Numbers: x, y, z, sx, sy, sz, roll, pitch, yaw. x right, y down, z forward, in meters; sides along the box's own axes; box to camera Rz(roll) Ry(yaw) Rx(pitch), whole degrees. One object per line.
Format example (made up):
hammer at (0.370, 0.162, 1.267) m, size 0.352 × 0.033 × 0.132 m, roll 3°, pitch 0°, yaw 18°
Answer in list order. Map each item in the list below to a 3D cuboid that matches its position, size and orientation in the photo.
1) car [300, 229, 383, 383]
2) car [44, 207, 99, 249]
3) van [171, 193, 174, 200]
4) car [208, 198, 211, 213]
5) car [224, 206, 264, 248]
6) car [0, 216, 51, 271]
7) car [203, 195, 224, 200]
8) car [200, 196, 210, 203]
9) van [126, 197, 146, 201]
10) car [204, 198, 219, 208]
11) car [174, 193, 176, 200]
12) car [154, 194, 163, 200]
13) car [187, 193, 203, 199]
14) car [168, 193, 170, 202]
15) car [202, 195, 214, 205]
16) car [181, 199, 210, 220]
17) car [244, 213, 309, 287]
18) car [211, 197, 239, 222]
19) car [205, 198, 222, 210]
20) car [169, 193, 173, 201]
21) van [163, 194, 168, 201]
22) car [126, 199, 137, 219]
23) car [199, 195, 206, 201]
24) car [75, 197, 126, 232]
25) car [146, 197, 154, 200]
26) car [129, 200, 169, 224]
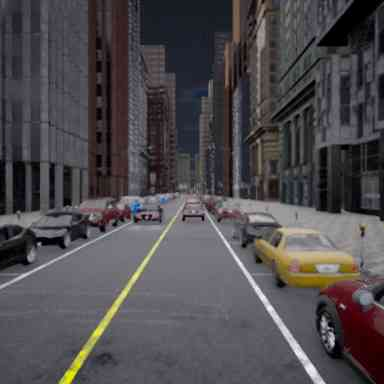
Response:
car at (2.761, 1.438, 3.300) m, size 1.967 × 1.590 × 4.097 m, roll 0°, pitch 0°, yaw 0°
car at (-5.763, 1.558, 14.562) m, size 1.947 × 1.339 × 4.313 m, roll 0°, pitch 0°, yaw 0°
van at (-5.756, 1.306, 76.566) m, size 1.690 × 1.788 × 3.998 m, roll 0°, pitch 0°, yaw 0°
car at (2.764, 1.549, 31.481) m, size 1.947 × 1.339 × 4.313 m, roll 0°, pitch 0°, yaw 0°
car at (2.762, 1.543, 14.572) m, size 2.008 × 1.369 × 4.403 m, roll 0°, pitch 0°, yaw 0°
car at (-5.763, 1.561, 8.926) m, size 1.947 × 1.339 × 4.313 m, roll 0°, pitch 0°, yaw 0°
car at (2.764, 1.295, 37.118) m, size 2.192 × 1.841 × 5.009 m, roll 0°, pitch 0°, yaw 0°
car at (2.769, 1.531, 70.935) m, size 1.947 × 1.339 × 4.313 m, roll 0°, pitch 0°, yaw 0°
van at (-5.761, 1.324, 31.473) m, size 1.690 × 1.788 × 3.998 m, roll 0°, pitch 0°, yaw 0°
car at (2.766, 1.540, 48.390) m, size 1.947 × 1.339 × 4.313 m, roll 0°, pitch 0°, yaw 0°
car at (-5.755, 1.405, 82.202) m, size 1.967 × 1.590 × 4.097 m, roll 0°, pitch 0°, yaw 0°
car at (-5.759, 1.414, 48.383) m, size 1.967 × 1.590 × 4.097 m, roll 0°, pitch 0°, yaw 0°
car at (0.067, 1.326, 46.213) m, size 2.097 × 1.767 × 4.553 m, roll 0°, pitch 0°, yaw 0°
car at (-5.757, 1.492, 65.123) m, size 1.752 × 1.417 × 4.829 m, roll 0°, pitch 0°, yaw 0°
car at (2.767, 1.409, 59.662) m, size 1.967 × 1.590 × 4.097 m, roll 0°, pitch 0°, yaw 0°
car at (0.106, 1.533, 27.597) m, size 2.033 × 1.411 × 5.357 m, roll 0°, pitch 0°, yaw 0°
car at (2.762, 1.520, 9.106) m, size 1.752 × 1.417 × 4.829 m, roll 0°, pitch 0°, yaw 0°
car at (2.763, 1.426, 25.844) m, size 1.967 × 1.590 × 4.097 m, roll 0°, pitch 0°, yaw 0°
car at (2.766, 1.522, 42.754) m, size 1.887 × 1.381 × 4.507 m, roll 0°, pitch 0°, yaw 0°
car at (-5.756, 1.516, 70.929) m, size 2.008 × 1.369 × 4.403 m, roll 0°, pitch 0°, yaw 0°
van at (-5.758, 1.310, 59.656) m, size 1.690 × 1.788 × 3.998 m, roll 0°, pitch 0°, yaw 0°
car at (-5.761, 1.531, 25.836) m, size 1.887 × 1.381 × 4.507 m, roll 0°, pitch 0°, yaw 0°
car at (2.771, 1.546, 87.844) m, size 1.802 × 1.307 × 4.206 m, roll 0°, pitch 0°, yaw 0°
car at (-5.763, 1.304, 20.199) m, size 2.192 × 1.841 × 5.009 m, roll 0°, pitch 0°, yaw 0°
car at (-5.760, 1.420, 37.109) m, size 1.967 × 1.590 × 4.097 m, roll 0°, pitch 0°, yaw 0°
car at (-3.093, 1.550, 24.706) m, size 1.994 × 1.385 × 4.181 m, roll 0°, pitch 0°, yaw 0°
